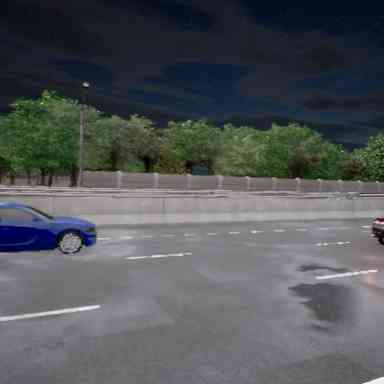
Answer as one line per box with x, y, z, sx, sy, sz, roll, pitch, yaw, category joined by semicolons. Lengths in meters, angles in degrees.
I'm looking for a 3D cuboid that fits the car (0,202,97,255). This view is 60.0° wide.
-5.404;1.055;9.911;5.008;1.535;1.882;1;2;-25;car

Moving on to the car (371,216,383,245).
9.163;1.383;12.839;4.902;1.511;2.128;1;2;-25;car

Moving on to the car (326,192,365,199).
16.305;0.824;35.549;4.553;1.767;2.097;1;2;-25;car
